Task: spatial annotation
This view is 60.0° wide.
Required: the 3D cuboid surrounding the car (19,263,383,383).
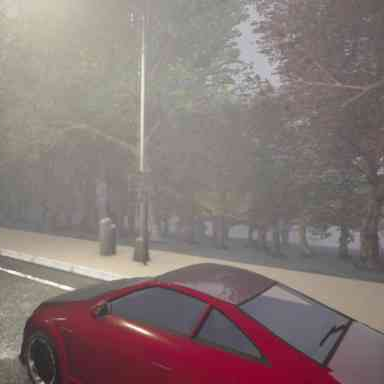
[{"bbox_3d":[-0.070,1.546,3.733,4.181,1.385,1.994,1,0,35],"label":"car"}]
